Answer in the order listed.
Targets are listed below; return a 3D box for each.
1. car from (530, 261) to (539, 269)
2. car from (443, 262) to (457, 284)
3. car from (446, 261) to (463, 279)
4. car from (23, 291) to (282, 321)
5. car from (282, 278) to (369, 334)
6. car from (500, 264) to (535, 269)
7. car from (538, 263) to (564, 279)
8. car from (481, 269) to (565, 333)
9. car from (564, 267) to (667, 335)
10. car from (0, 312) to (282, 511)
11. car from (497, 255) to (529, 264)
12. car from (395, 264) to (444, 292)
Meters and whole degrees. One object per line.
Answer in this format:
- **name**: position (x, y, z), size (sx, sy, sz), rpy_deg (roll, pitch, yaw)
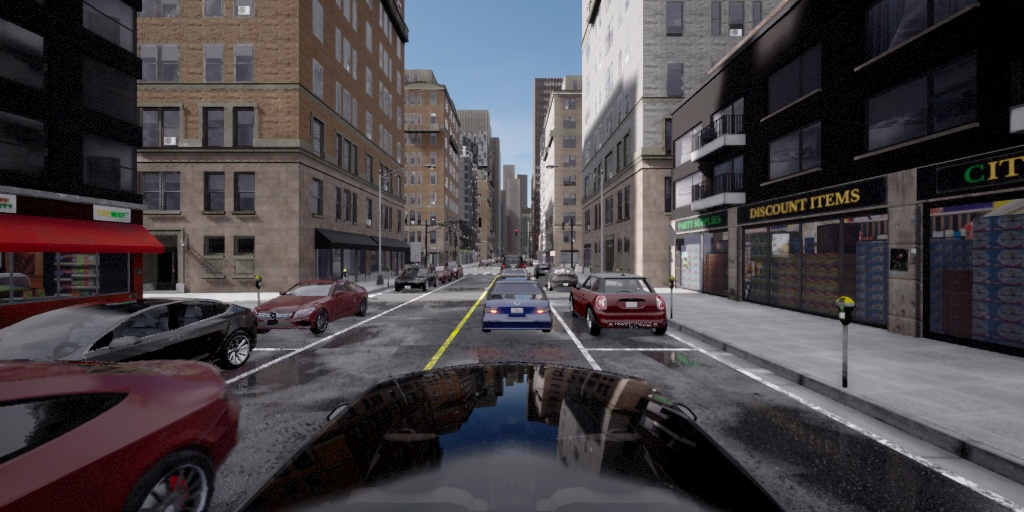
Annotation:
- **car**: position (2.930, 1.319, 32.545), size (1.948, 1.339, 4.313), rpy_deg (0, 0, 0)
- **car**: position (-5.610, 1.334, 27.065), size (1.802, 1.307, 4.207), rpy_deg (0, 0, 0)
- **car**: position (-5.596, 1.193, 32.566), size (1.967, 1.591, 4.097), rpy_deg (0, 0, 0)
- **car**: position (-5.664, 1.315, 5.060), size (1.948, 1.339, 4.313), rpy_deg (0, 0, 0)
- **car**: position (-5.650, 1.332, 10.561), size (1.802, 1.307, 4.207), rpy_deg (0, 0, 0)
- **car**: position (0.145, 1.352, 21.261), size (1.895, 1.301, 4.718), rpy_deg (0, 0, 0)
- **car**: position (2.902, 1.301, 21.542), size (2.007, 1.370, 4.403), rpy_deg (0, 0, 0)
- **car**: position (0.122, 1.297, 10.755), size (2.033, 1.411, 5.357), rpy_deg (0, 0, 0)
- **car**: position (2.875, 1.190, 10.540), size (1.967, 1.591, 4.097), rpy_deg (0, 0, 0)
- **car**: position (-3.106, 1.276, 1.049), size (1.812, 1.442, 4.674), rpy_deg (0, 0, 0)
- **car**: position (0.079, 0.975, 31.293), size (2.150, 2.045, 5.566), rpy_deg (0, 0, -1)
- **car**: position (-5.623, 1.317, 21.563), size (1.948, 1.339, 4.313), rpy_deg (0, 0, 0)
